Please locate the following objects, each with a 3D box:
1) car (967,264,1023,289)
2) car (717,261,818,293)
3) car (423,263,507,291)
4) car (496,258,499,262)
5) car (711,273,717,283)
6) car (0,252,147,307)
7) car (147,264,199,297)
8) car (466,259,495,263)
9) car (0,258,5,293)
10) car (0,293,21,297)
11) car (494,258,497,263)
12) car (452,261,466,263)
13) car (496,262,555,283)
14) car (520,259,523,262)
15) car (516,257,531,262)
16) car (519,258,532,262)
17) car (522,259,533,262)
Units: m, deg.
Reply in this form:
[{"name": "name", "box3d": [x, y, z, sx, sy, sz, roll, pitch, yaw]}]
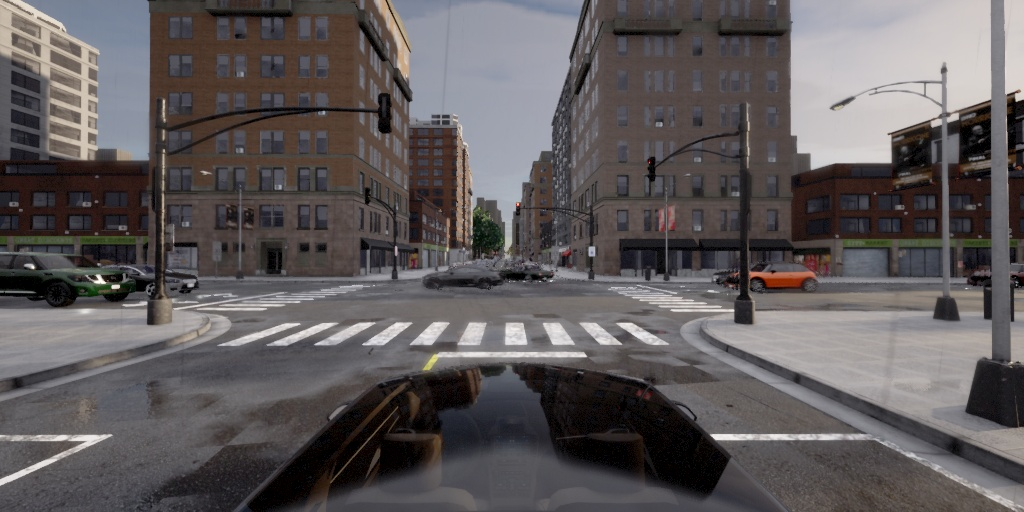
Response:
[{"name": "car", "box3d": [34.370, 1.301, 24.573, 4.553, 1.767, 2.097, 0, 0, 0]}, {"name": "car", "box3d": [15.162, 1.189, 21.183, 4.553, 1.767, 2.097, 0, 0, 0]}, {"name": "car", "box3d": [-2.816, 1.270, 21.038, 4.674, 1.442, 1.812, 0, 0, 0]}, {"name": "car", "box3d": [-3.485, 1.322, 57.784, 1.837, 1.490, 4.892, 0, 0, 0]}, {"name": "car", "box3d": [16.266, 1.359, 24.441, 4.902, 1.511, 2.128, 0, 0, -1]}, {"name": "car", "box3d": [-18.473, 0.859, 14.224, 5.566, 2.045, 2.150, 0, 0, 0]}, {"name": "car", "box3d": [-18.124, 1.156, 17.469, 4.902, 1.511, 2.128, 0, 0, -1]}, {"name": "car", "box3d": [-3.266, 1.268, 37.599, 2.128, 1.511, 4.902, 0, 0, 0]}, {"name": "car", "box3d": [-28.382, 0.978, 17.397, 4.553, 1.767, 2.097, 0, 0, -1]}, {"name": "car", "box3d": [-5.855, 1.190, 1.494, 1.967, 1.591, 4.097, 0, 0, 0]}, {"name": "car", "box3d": [-3.374, 1.340, 47.403, 2.033, 1.411, 5.357, 0, 0, -1]}, {"name": "car", "box3d": [-6.062, 1.329, 39.854, 2.007, 1.370, 4.403, 0, 0, -1]}, {"name": "car", "box3d": [0.972, 1.364, 28.021, 1.895, 1.301, 4.718, 0, 0, -43]}, {"name": "car", "box3d": [2.400, 1.354, 45.454, 1.948, 1.339, 4.313, 0, 0, -1]}, {"name": "car", "box3d": [2.275, 1.128, 56.467, 2.192, 1.841, 5.009, 0, 0, -1]}, {"name": "car", "box3d": [2.335, 1.325, 51.131, 1.751, 1.417, 4.829, 0, 0, -1]}, {"name": "car", "box3d": [2.463, 1.324, 39.947, 1.888, 1.381, 4.507, 0, 0, -1]}]
